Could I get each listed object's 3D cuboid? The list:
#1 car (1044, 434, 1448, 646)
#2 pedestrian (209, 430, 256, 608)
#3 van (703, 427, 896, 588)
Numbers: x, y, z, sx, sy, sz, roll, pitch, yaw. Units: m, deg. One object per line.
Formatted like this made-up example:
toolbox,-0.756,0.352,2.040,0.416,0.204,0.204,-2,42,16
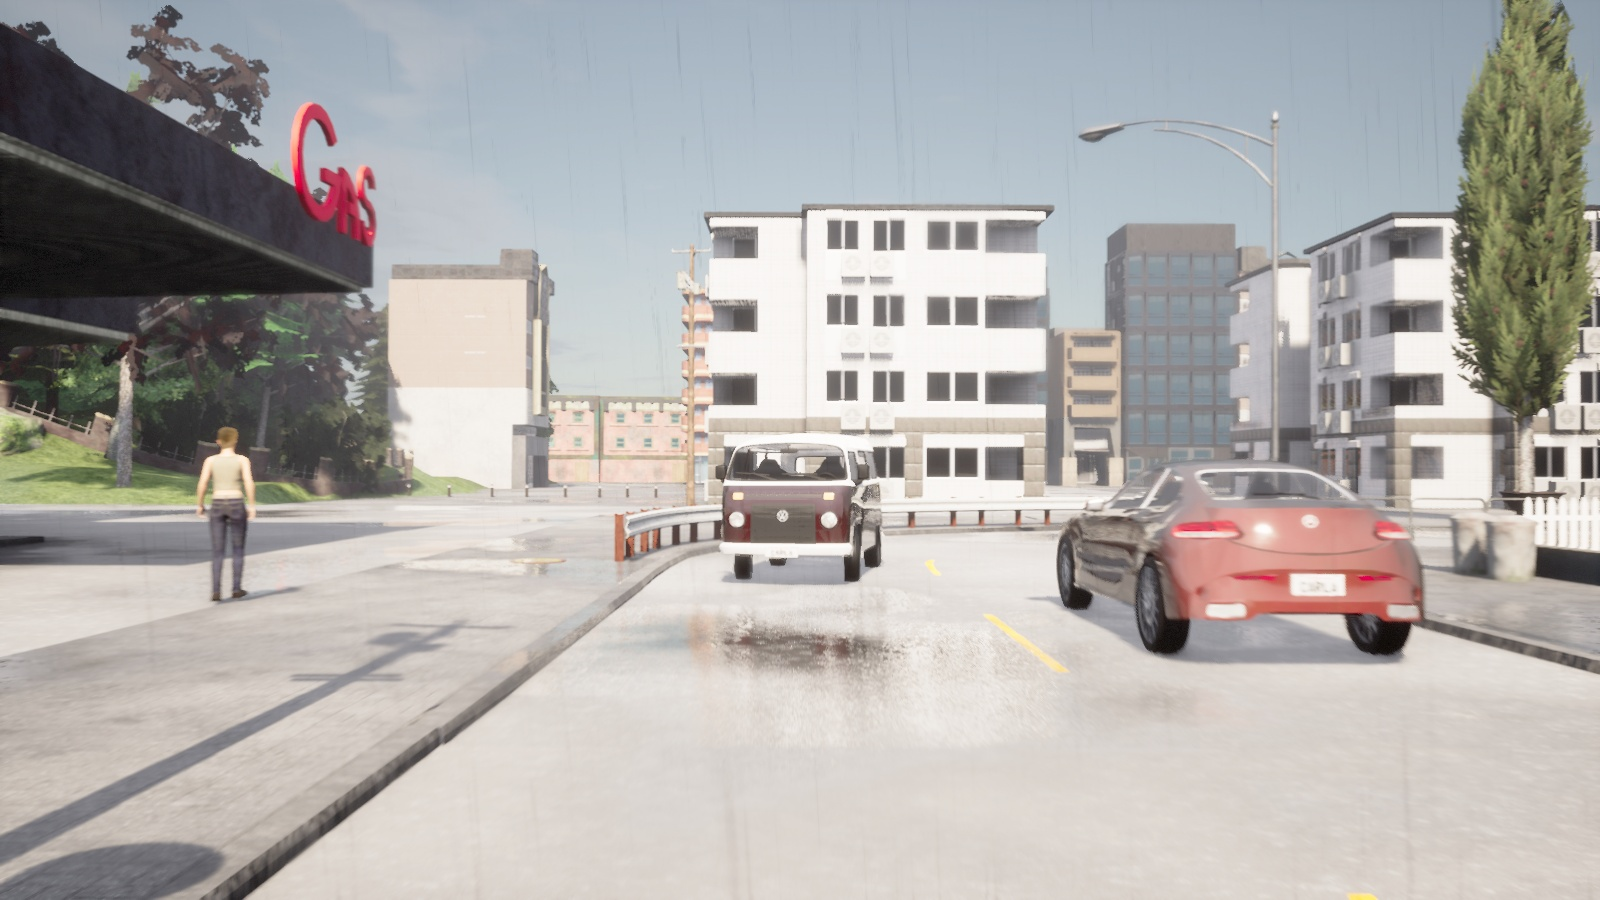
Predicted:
car,3.971,0.735,12.320,2.152,1.651,5.027,0,-1,0
pedestrian,-6.028,0.719,13.355,0.345,1.836,0.594,0,-1,-14
van,0.152,0.774,18.272,2.069,2.038,4.480,-1,-1,10
